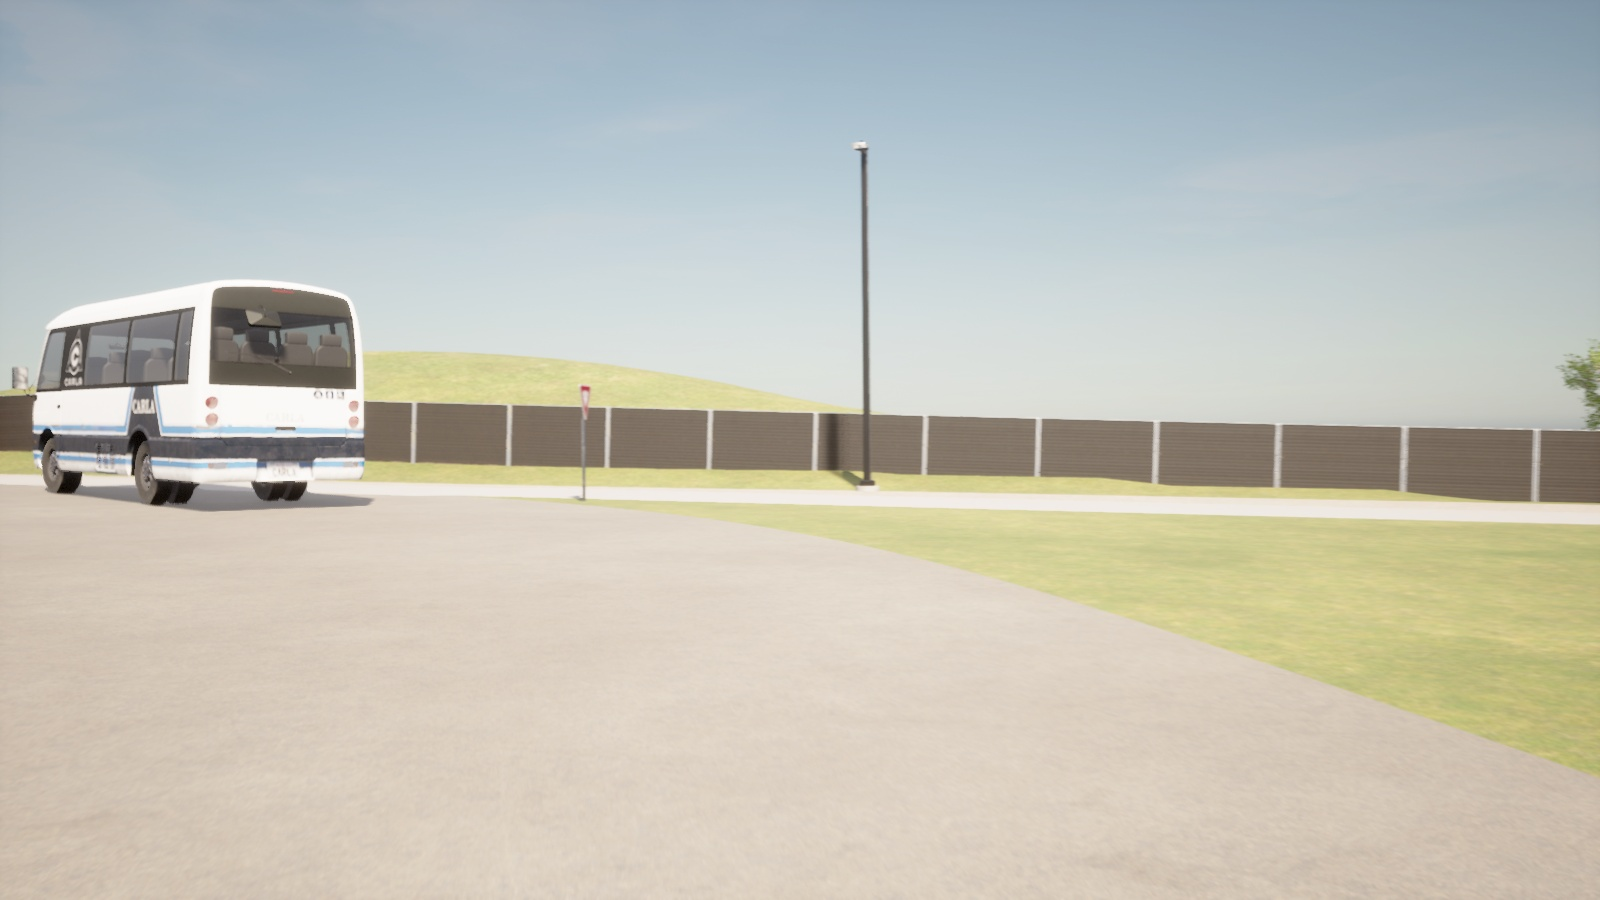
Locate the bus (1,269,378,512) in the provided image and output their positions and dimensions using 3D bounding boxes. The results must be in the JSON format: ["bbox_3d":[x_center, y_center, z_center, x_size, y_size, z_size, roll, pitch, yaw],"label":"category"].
[{"bbox_3d":[-13.467,-1.133,27.025,10.273,4.253,3.944,1,1,44],"label":"bus"}]
